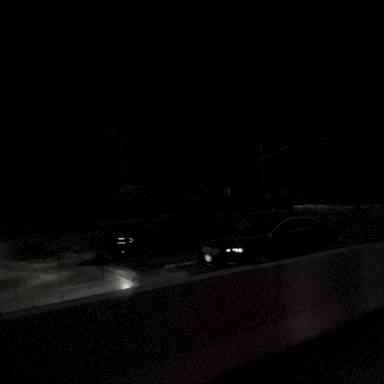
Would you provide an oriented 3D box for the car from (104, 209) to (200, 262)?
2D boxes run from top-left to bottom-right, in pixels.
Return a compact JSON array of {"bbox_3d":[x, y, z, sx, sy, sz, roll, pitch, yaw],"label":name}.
[{"bbox_3d":[-0.663,1.413,12.092,5.008,1.535,1.882,-1,0,-35],"label":"car"}]

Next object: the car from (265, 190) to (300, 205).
[{"bbox_3d":[12.091,0.704,45.936,2.150,2.045,5.566,-1,1,-39],"label":"car"}]

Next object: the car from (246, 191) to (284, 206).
[{"bbox_3d":[9.240,1.012,43.998,1.882,1.535,5.008,-1,1,-35],"label":"car"}]

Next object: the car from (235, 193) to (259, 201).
[{"bbox_3d":[10.151,0.936,61.284,1.994,1.385,4.181,-1,1,-35],"label":"car"}]

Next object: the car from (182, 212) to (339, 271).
[{"bbox_3d":[2.415,1.408,9.982,4.902,1.511,2.128,-1,1,-35],"label":"car"}]
